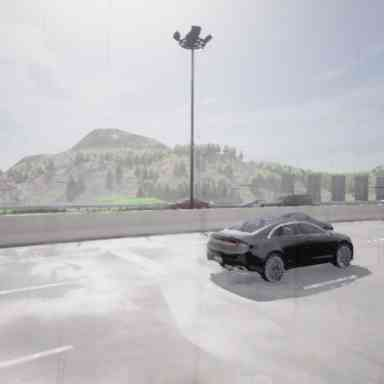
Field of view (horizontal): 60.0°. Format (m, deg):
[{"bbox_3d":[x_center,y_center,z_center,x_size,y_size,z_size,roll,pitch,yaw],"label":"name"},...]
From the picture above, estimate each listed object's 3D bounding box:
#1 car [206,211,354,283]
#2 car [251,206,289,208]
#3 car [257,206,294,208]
[{"bbox_3d":[2.698,1.480,9.639,4.902,1.511,2.128,0,0,-33],"label":"car"},{"bbox_3d":[8.293,1.192,29.345,5.566,2.045,2.150,1,0,-28],"label":"car"},{"bbox_3d":[4.398,1.548,14.813,4.181,1.385,1.994,0,0,-32],"label":"car"}]
